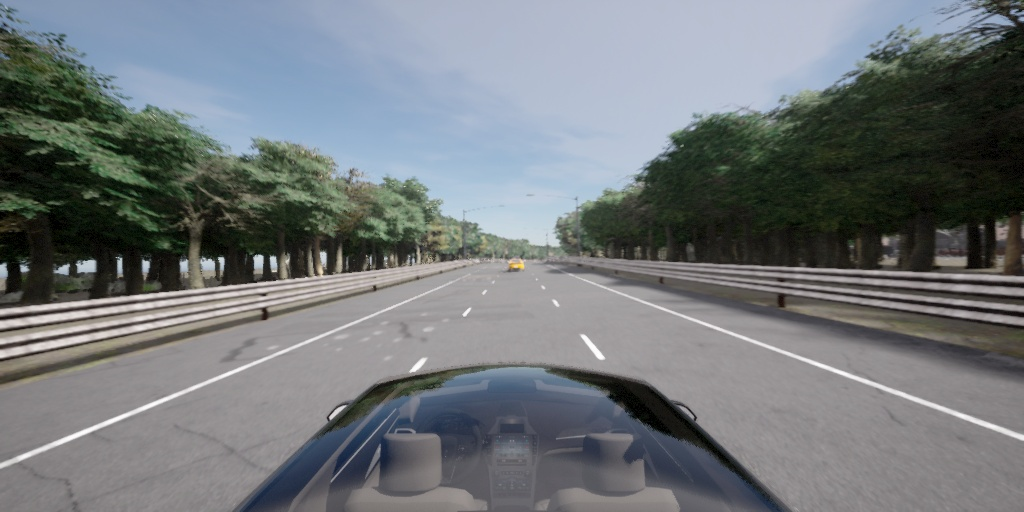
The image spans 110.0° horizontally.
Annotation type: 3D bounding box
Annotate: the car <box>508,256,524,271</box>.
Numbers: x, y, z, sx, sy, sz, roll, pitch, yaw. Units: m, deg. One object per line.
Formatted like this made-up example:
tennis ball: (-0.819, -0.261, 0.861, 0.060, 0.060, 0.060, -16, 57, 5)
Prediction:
car: (0.539, 1.094, 45.537, 1.882, 1.535, 5.008, -2, 0, 1)
